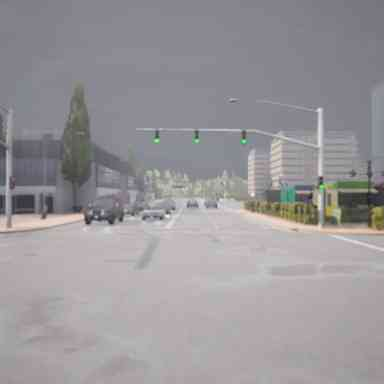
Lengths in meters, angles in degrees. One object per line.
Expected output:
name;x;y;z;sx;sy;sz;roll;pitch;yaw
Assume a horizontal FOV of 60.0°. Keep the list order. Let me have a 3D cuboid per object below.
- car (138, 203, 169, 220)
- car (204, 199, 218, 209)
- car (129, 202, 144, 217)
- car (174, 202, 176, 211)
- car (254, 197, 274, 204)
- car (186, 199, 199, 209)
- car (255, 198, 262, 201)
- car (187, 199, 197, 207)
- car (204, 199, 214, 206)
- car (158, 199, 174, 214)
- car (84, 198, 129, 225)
car;-3.599;1.968;31.930;1.895;1.301;4.718;0;-1;0
car;3.504;2.167;58.806;2.128;1.511;4.902;0;-1;0
car;-7.097;1.922;37.479;2.128;1.511;4.902;0;-1;0
car;-3.580;1.939;51.110;2.097;1.767;4.553;0;-1;0
car;17.774;2.094;81.975;4.605;1.855;1.932;0;-1;-2
car;0.101;2.033;59.293;2.097;1.767;4.553;0;-1;0
car;17.794;2.063;79.080;3.866;1.878;1.905;0;-1;-2
car;0.008;2.271;69.071;1.882;1.535;5.008;0;-1;0
car;3.505;2.204;69.081;1.812;1.442;4.674;0;-1;0
car;-3.595;1.979;41.246;1.837;1.490;4.892;0;-1;0
car;-7.112;1.539;27.594;2.150;2.045;5.566;0;-1;1
